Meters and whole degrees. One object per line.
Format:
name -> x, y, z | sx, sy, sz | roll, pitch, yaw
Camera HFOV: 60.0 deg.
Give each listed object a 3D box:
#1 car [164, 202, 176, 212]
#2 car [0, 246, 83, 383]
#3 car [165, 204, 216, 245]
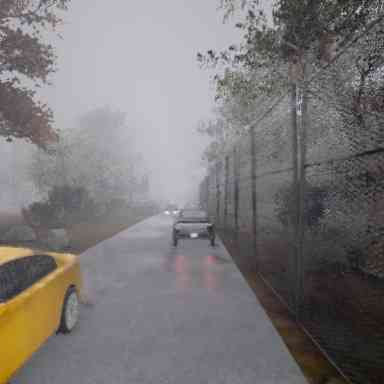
car -> -3.004, 2.150, 48.645 | 1.994, 1.385, 4.181 | 0, -1, 0
car -> -2.861, 1.481, 3.915 | 1.882, 1.535, 5.008 | 0, 0, 0
car -> 0.078, 1.552, 15.850 | 2.128, 1.511, 4.902 | 0, 0, 0
